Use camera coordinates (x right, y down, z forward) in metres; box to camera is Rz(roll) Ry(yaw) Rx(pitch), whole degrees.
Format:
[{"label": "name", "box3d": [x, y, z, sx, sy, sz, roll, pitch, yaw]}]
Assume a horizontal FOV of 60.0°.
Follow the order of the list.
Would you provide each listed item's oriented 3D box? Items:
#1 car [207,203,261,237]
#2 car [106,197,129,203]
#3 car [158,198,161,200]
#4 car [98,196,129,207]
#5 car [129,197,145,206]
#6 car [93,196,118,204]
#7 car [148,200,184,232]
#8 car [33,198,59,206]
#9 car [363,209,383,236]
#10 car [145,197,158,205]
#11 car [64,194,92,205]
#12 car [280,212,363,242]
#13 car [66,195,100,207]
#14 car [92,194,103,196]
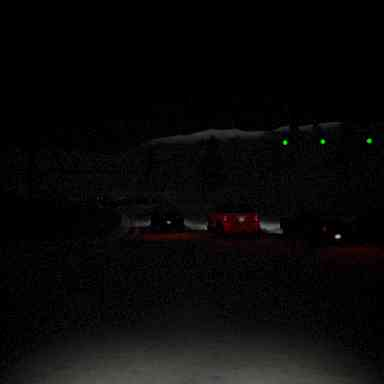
[{"label": "car", "box3d": [2.190, 1.386, 18.566, 2.097, 1.767, 4.553, 0, 0, -7]}, {"label": "car", "box3d": [-15.738, 1.700, 70.010, 4.718, 1.301, 1.895, 0, 0, 29]}, {"label": "car", "box3d": [-7.491, 1.753, 64.165, 4.718, 1.301, 1.895, 0, 0, 40]}, {"label": "car", "box3d": [-13.086, 1.748, 55.103, 4.718, 1.301, 1.895, 0, 0, 43]}, {"label": "car", "box3d": [-11.074, 1.626, 58.002, 5.008, 1.535, 1.882, 0, 0, 40]}, {"label": "car", "box3d": [-17.498, 1.614, 66.986, 4.892, 1.490, 1.837, 0, 0, 29]}, {"label": "car", "box3d": [-1.633, 1.525, 20.796, 1.882, 1.535, 5.008, 0, 0, -8]}, {"label": "car", "box3d": [-26.587, 1.736, 59.796, 5.357, 1.411, 2.033, 0, 0, 22]}, {"label": "car", "box3d": [9.581, 1.515, 15.777, 1.837, 1.490, 4.892, 0, 0, -6]}, {"label": "car", "box3d": [-9.134, 1.641, 60.943, 4.902, 1.511, 2.128, 0, 0, 40]}, {"label": "car", "box3d": [-21.405, 1.532, 61.155, 4.553, 1.767, 2.097, 0, 0, 26]}, {"label": "car", "box3d": [6.015, 1.621, 16.495, 1.895, 1.301, 4.718, 0, 0, -6]}, {"label": "car", "box3d": [-17.764, 1.704, 54.515, 5.357, 1.411, 2.033, 0, 0, 36]}, {"label": "car", "box3d": [-19.310, 1.407, 63.990, 5.566, 2.045, 2.150, 0, 0, 29]}]
